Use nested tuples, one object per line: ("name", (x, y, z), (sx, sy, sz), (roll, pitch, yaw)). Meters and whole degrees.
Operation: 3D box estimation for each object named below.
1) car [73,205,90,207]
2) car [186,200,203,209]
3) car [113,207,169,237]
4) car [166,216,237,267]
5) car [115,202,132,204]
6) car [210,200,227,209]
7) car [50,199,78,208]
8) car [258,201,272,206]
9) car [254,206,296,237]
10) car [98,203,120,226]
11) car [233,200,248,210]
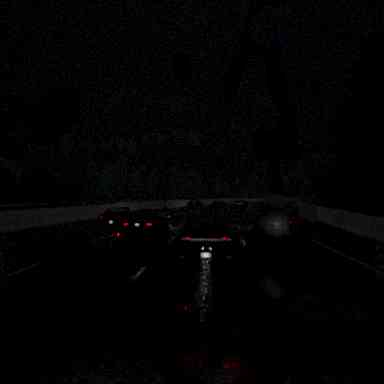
("car", (-17.102, 1.831, 54.906), (1.837, 1.490, 4.892), (0, 0, 16))
("car", (0.477, 1.911, 52.052), (1.812, 1.442, 4.674), (0, 0, 16))
("car", (-2.435, 1.676, 18.896), (2.033, 1.411, 5.357), (0, 0, 6))
("car", (0.547, 1.583, 11.834), (2.128, 1.511, 4.902), (0, 0, 4))
("car", (-10.385, 1.820, 52.983), (1.882, 1.535, 5.008), (0, 0, 16))
("car", (4.153, 1.967, 52.022), (1.994, 1.385, 4.181), (0, 0, 16))
("car", (-20.846, 1.907, 54.460), (1.895, 1.301, 4.718), (0, 0, 15))
("car", (11.287, 1.994, 51.335), (1.994, 1.385, 4.181), (0, 0, 17))
("car", (4.717, 1.729, 19.379), (1.994, 1.385, 4.181), (0, 0, 6))
("car", (-5.230, 1.761, 24.899), (1.895, 1.301, 4.718), (0, 0, 8))
("car", (7.587, 1.908, 51.713), (2.128, 1.511, 4.902), (0, 0, 16))
